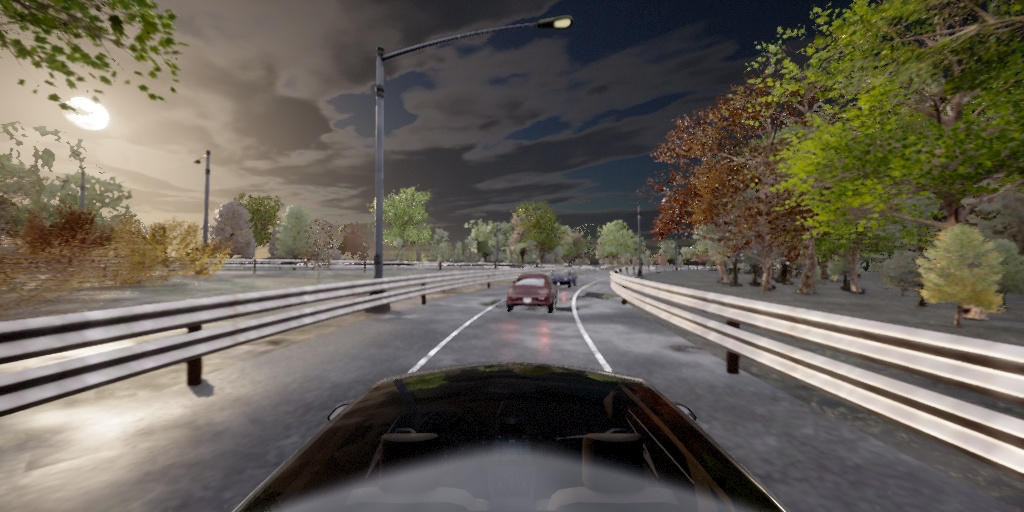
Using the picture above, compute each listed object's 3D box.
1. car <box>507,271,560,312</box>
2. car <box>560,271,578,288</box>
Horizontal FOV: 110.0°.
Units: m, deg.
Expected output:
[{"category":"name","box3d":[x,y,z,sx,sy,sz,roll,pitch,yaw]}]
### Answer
[{"category":"car","box3d":[0.942,1.481,15.362,1.812,1.442,4.674,0,-1,10]},{"category":"car","box3d":[4.126,1.831,29.027,1.895,1.301,4.718,0,-1,18]}]
